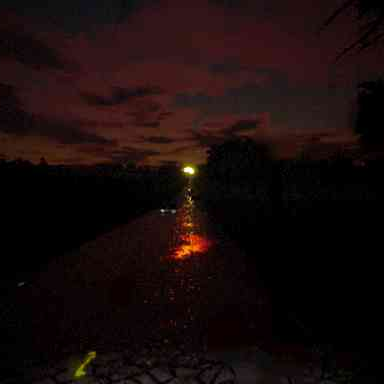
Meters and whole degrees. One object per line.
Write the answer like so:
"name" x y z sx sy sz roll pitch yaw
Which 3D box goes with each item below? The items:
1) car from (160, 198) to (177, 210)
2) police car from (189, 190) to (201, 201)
"car" -2.838 1.415 41.537 2.033 1.411 5.357 0 0 0
"police car" 0.831 1.048 70.355 1.930 1.638 5.238 0 1 0
